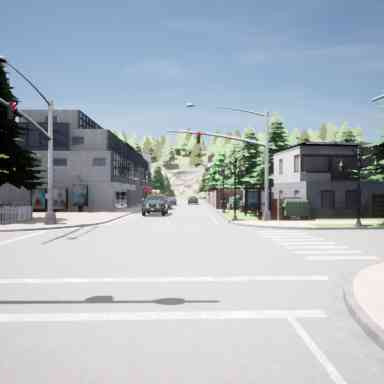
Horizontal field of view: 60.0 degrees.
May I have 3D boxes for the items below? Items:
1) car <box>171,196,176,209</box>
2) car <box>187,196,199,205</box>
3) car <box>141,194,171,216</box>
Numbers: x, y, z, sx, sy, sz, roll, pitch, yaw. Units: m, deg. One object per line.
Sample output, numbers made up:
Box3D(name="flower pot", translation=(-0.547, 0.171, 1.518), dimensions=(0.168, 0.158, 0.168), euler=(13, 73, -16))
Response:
Box3D(name="car", translation=(-3.538, 1.491, 43.106), dimensions=(2.128, 1.511, 4.902), euler=(0, 0, 0))
Box3D(name="car", translation=(0.185, 1.505, 59.556), dimensions=(1.837, 1.490, 4.892), euler=(0, 0, 0))
Box3D(name="car", translation=(-3.555, 1.221, 32.699), dimensions=(2.150, 2.045, 5.566), euler=(0, 0, 0))
